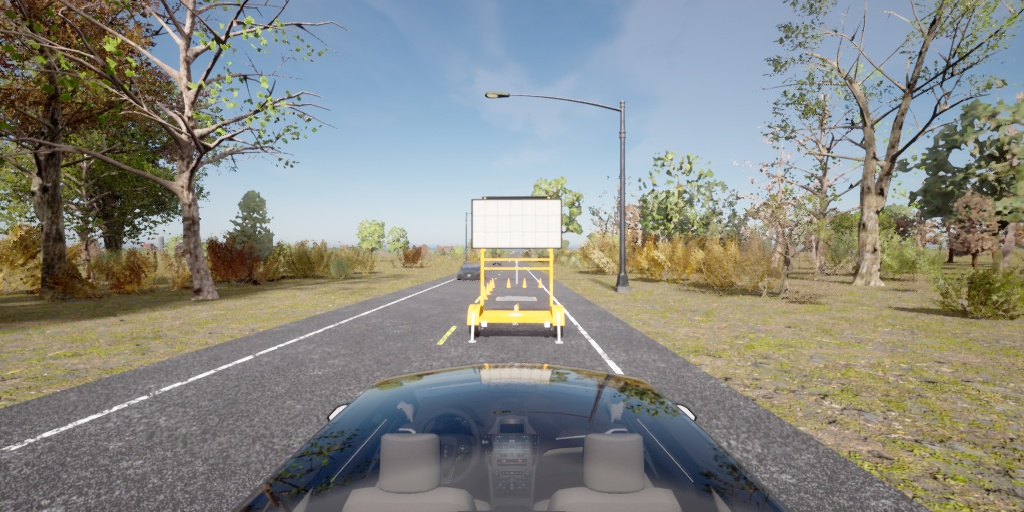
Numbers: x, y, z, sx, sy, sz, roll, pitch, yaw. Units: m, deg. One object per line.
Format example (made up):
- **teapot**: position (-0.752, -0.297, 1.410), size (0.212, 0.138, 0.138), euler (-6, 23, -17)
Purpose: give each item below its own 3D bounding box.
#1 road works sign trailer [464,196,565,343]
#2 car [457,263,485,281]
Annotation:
- **road works sign trailer**: position (0.130, 0.211, 9.638), size (2.380, 3.560, 2.880), euler (0, 0, 2)
- **car**: position (-3.268, 1.303, 29.372), size (1.994, 1.385, 4.181), euler (0, 0, 1)
